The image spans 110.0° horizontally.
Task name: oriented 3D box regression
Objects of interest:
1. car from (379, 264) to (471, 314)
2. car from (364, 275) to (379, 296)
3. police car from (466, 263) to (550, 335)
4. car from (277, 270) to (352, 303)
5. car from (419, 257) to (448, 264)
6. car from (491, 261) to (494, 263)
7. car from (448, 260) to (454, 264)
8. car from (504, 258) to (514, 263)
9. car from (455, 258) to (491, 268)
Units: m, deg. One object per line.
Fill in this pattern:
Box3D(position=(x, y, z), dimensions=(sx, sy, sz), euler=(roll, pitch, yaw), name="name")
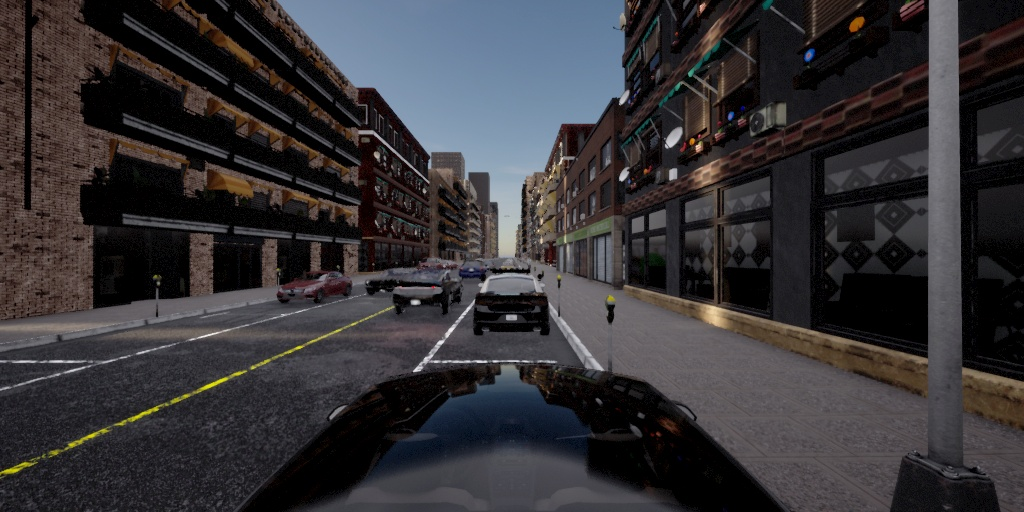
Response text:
Box3D(position=(-3.045, 1.242, 13.745), dimensions=(2.128, 1.511, 4.902), euler=(0, 0, 0), name="car")
Box3D(position=(-6.247, 1.351, 19.468), dimensions=(1.895, 1.301, 4.718), euler=(0, 0, 0), name="car")
Box3D(position=(-0.011, 1.175, 10.609), dimensions=(1.930, 1.638, 5.238), euler=(0, 0, 0), name="police car")
Box3D(position=(-8.837, 1.333, 16.462), dimensions=(1.802, 1.307, 4.207), euler=(0, 0, 0), name="car")
Box3D(position=(-8.837, 1.064, 39.007), dimensions=(2.192, 1.841, 5.009), euler=(0, 0, 0), name="car")
Box3D(position=(-3.045, 1.312, 46.808), dimensions=(1.994, 1.385, 4.181), euler=(0, 0, 0), name="car")
Box3D(position=(-8.837, 1.188, 44.643), dimensions=(1.967, 1.591, 4.097), euler=(0, 0, 0), name="car")
Box3D(position=(-0.456, 1.275, 39.173), dimensions=(1.751, 1.417, 4.829), euler=(0, 0, 0), name="car")
Box3D(position=(-3.146, 1.102, 29.979), dimensions=(2.097, 1.767, 4.553), euler=(0, 0, 0), name="car")
